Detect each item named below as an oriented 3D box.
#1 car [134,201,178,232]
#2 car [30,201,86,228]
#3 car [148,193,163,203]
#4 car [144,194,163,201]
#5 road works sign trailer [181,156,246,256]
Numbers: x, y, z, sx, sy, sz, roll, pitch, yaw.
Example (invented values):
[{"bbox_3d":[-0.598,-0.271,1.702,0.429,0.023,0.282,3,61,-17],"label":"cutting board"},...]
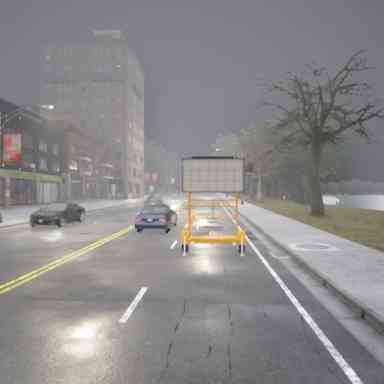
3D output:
[{"bbox_3d":[-1.979,1.469,19.389,2.033,1.411,5.357,0,0,3],"label":"car"},{"bbox_3d":[-8.569,1.386,21.606,1.882,1.535,5.008,0,0,3],"label":"car"},{"bbox_3d":[-6.472,1.032,59.159,1.882,1.535,5.008,0,1,4],"label":"car"},{"bbox_3d":[-4.391,1.262,38.332,2.128,1.511,4.902,0,1,3],"label":"car"},{"bbox_3d":[0.818,0.429,12.944,2.380,3.560,2.880,0,0,3],"label":"road works sign trailer"}]
